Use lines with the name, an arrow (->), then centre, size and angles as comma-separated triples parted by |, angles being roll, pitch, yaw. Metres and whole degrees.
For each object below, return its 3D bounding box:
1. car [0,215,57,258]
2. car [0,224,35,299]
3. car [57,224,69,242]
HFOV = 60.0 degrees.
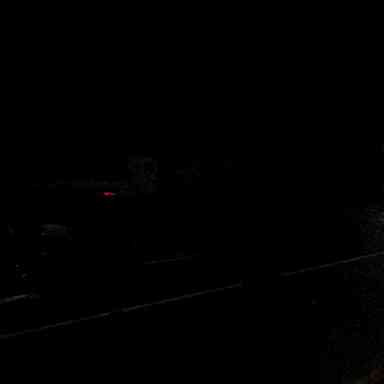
car -> -6.605, 1.492, 9.107 | 4.902, 1.511, 2.128 | 0, 0, -35
car -> -5.429, 1.526, 5.648 | 4.674, 1.442, 1.812 | 0, 0, -36
car -> -7.419, 1.602, 12.826 | 4.718, 1.301, 1.895 | 0, 0, -36
